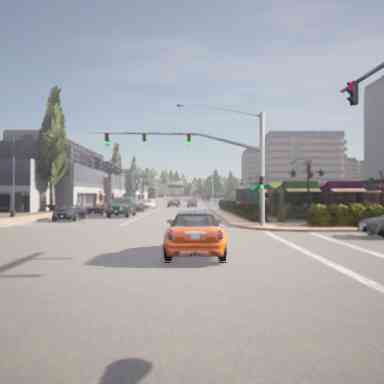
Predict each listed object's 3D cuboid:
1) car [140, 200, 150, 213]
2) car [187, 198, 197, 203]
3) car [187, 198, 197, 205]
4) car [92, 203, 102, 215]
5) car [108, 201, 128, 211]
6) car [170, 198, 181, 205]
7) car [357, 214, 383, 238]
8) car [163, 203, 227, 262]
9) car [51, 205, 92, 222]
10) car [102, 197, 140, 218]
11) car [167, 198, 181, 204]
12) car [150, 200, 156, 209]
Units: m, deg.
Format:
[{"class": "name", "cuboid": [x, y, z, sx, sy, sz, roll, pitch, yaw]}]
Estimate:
[{"class": "car", "cuboid": [-7.065, 1.927, 43.280, 1.994, 1.385, 4.181, 0, 0, 0]}, {"class": "car", "cuboid": [0.009, 2.051, 60.145, 2.033, 1.411, 5.357, 0, 0, 0]}, {"class": "car", "cuboid": [0.010, 1.987, 70.421, 2.128, 1.511, 4.902, 0, 0, 0]}, {"class": "car", "cuboid": [-10.580, 1.918, 37.811, 1.895, 1.301, 4.718, 0, 0, 0]}, {"class": "car", "cuboid": [-10.539, 1.964, 47.760, 1.994, 1.385, 4.181, 0, 0, 0]}, {"class": "car", "cuboid": [-3.490, 2.014, 70.420, 1.994, 1.385, 4.181, 0, 0, 0]}, {"class": "car", "cuboid": [11.274, 1.638, 17.465, 4.902, 1.511, 2.128, 0, 0, -1]}, {"class": "car", "cuboid": [0.102, 1.458, 12.670, 2.097, 1.767, 4.553, 0, -1, 0]}, {"class": "car", "cuboid": [-10.593, 1.808, 29.050, 1.994, 1.385, 4.181, 0, 0, 0]}, {"class": "car", "cuboid": [-7.090, 1.506, 33.877, 2.150, 2.045, 5.566, 0, 0, 1]}, {"class": "car", "cuboid": [-3.491, 2.032, 60.464, 1.812, 1.442, 4.674, 0, 0, 0]}, {"class": "car", "cuboid": [-6.992, 1.975, 53.605, 1.812, 1.442, 4.674, 0, 0, 0]}]
